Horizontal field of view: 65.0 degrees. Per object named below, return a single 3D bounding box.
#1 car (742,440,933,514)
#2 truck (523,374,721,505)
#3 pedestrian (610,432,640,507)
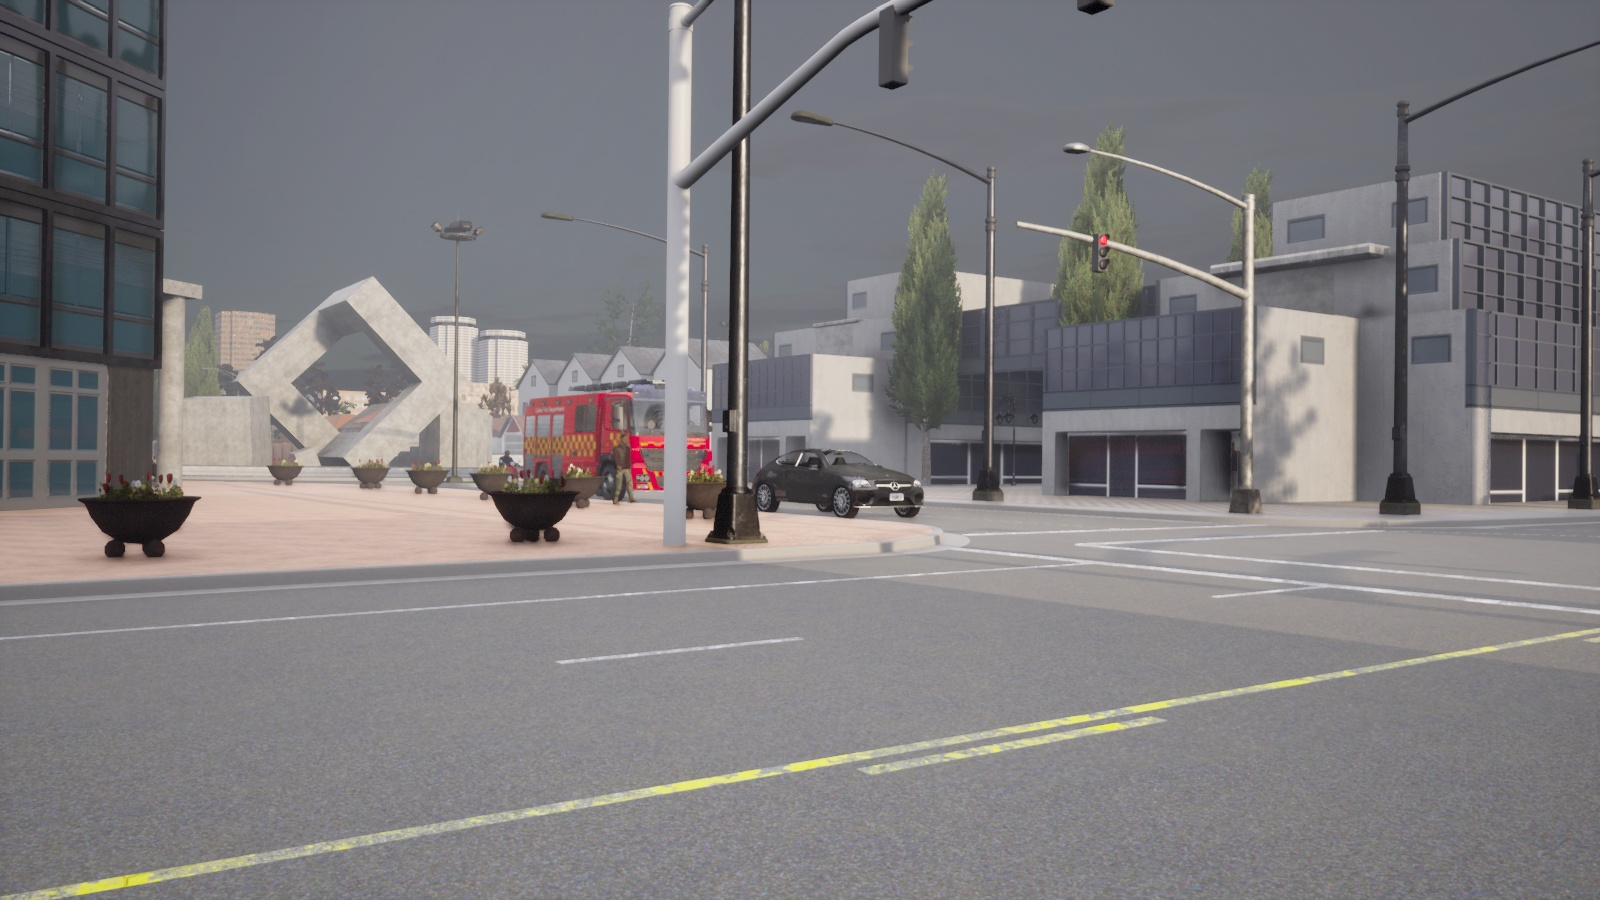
[{"bbox_3d":[0.809,0.629,30.856,2.152,1.651,5.027,1,-1,-34],"label":"car"},{"bbox_3d":[-5.983,-0.282,40.798,2.891,3.827,8.468,1,-1,-34],"label":"truck"},{"bbox_3d":[-4.374,0.479,31.309,0.431,1.840,0.703,1,-1,-37],"label":"pedestrian"}]
